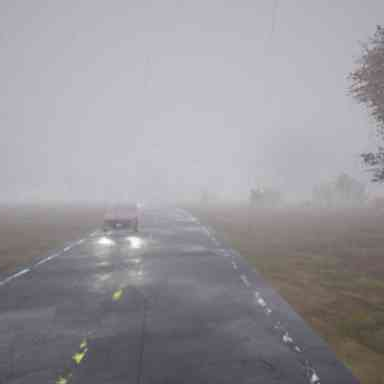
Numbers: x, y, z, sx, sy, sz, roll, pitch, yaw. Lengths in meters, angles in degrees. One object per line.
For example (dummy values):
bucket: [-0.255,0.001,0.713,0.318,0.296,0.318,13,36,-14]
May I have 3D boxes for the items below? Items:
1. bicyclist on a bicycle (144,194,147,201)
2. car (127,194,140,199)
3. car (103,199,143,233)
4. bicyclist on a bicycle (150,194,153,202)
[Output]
bicyclist on a bicycle: [-11.042,1.249,77.856,0.582,1.620,1.656,0,0,-17]
car: [-10.475,1.436,61.213,1.895,1.301,4.718,0,0,-13]
car: [-3.946,1.418,19.536,1.882,1.535,5.008,0,0,-5]
bicyclist on a bicycle: [-8.513,1.266,69.137,0.582,1.620,1.656,0,0,-15]
